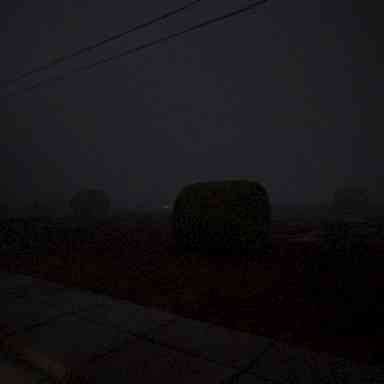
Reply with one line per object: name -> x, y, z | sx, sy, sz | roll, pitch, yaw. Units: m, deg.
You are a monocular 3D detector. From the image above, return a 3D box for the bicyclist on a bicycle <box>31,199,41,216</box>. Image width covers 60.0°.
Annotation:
bicyclist on a bicycle -> -15.674, 1.562, 33.358 | 1.656, 1.620, 0.582 | -1, -1, 38

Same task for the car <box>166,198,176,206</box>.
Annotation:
car -> -3.643, 1.829, 60.511 | 1.837, 1.490, 4.892 | -1, -1, 38

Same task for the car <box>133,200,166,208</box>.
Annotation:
car -> -6.672, 1.889, 51.017 | 1.895, 1.301, 4.718 | -1, 0, 38
